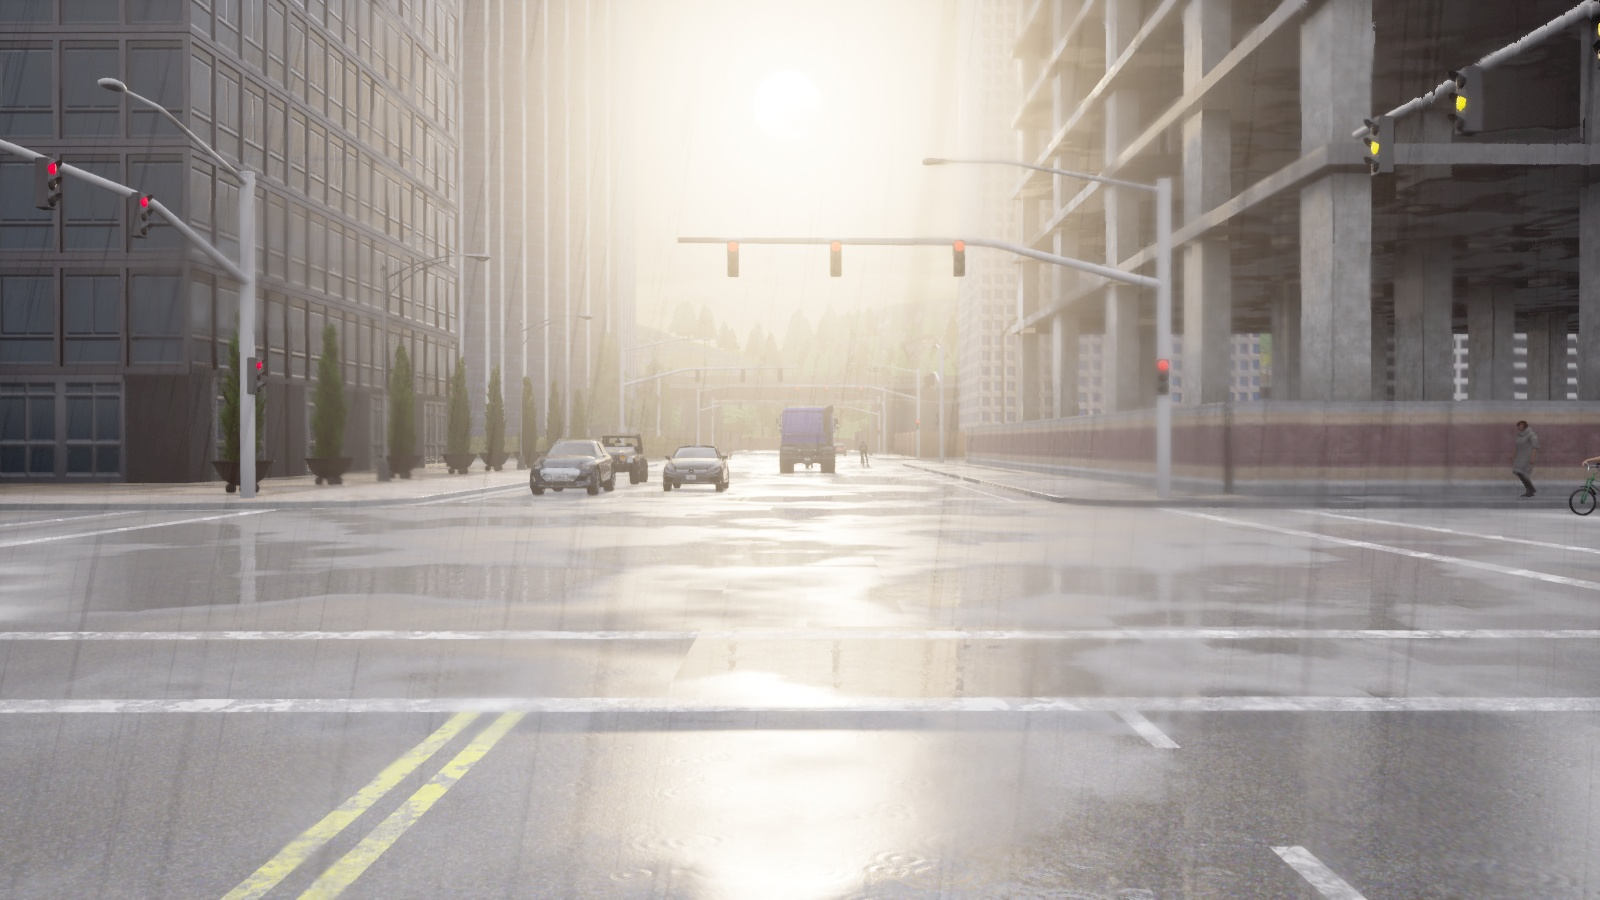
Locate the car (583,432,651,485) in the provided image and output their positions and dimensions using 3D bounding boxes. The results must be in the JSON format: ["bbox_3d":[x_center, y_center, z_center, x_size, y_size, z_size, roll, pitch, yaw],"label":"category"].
[{"bbox_3d":[-6.726,0.274,46.513,1.905,1.878,3.866,0,0,0],"label":"car"}]

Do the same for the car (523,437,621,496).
[{"bbox_3d":[-6.774,0.457,37.851,2.033,1.649,4.856,0,0,0],"label":"car"}]

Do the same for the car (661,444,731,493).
[{"bbox_3d":[-3.261,0.543,40.083,1.812,1.442,4.674,0,0,0],"label":"car"}]

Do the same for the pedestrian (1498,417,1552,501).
[{"bbox_3d":[17.056,0.198,29.540,0.873,1.952,0.659,0,0,-2],"label":"pedestrian"}]

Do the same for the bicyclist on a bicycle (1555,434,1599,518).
[{"bbox_3d":[15.731,0.502,24.463,1.509,1.612,0.866,0,0,0],"label":"bicyclist on a bicycle"}]

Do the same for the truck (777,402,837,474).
[{"bbox_3d":[0.376,-0.599,64.556,2.891,3.462,7.936,0,0,0],"label":"truck"}]
